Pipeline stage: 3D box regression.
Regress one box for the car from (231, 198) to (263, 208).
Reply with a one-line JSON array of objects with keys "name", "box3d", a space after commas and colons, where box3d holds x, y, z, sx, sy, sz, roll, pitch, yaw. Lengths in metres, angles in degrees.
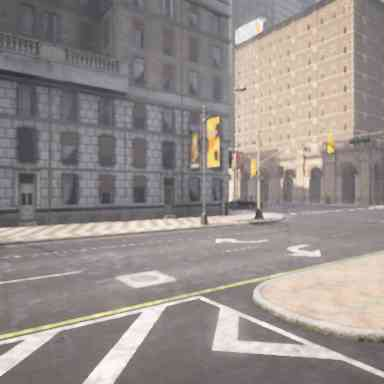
[{"name": "car", "box3d": [7.788, 1.505, 46.881, 1.895, 1.301, 4.718, 0, 0, -36]}]
